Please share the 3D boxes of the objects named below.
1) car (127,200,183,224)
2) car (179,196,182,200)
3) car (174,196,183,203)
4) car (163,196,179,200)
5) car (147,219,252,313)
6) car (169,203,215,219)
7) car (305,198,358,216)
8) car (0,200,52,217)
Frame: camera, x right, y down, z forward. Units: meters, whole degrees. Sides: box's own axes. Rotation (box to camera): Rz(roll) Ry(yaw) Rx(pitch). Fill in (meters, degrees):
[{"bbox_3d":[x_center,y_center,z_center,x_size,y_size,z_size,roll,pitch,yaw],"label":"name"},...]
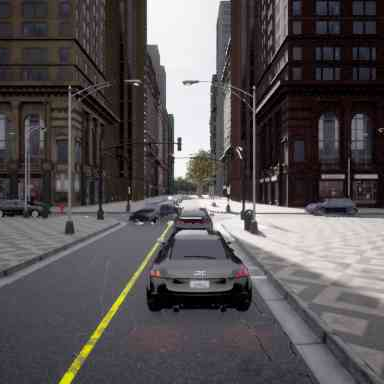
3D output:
[{"bbox_3d":[-2.726,1.547,24.990,2.033,1.411,5.357,0,0,21],"label":"car"},{"bbox_3d":[-3.075,1.494,52.890,2.128,1.511,4.902,0,0,0],"label":"car"},{"bbox_3d":[-2.978,1.550,73.538,1.812,1.442,4.674,0,0,0],"label":"car"},{"bbox_3d":[-3.078,1.547,43.129,2.033,1.411,5.357,0,0,0],"label":"car"},{"bbox_3d":[0.110,1.564,7.764,1.994,1.385,4.181,0,0,-1],"label":"car"},{"bbox_3d":[0.066,1.505,16.672,1.837,1.490,4.892,0,0,0],"label":"car"},{"bbox_3d":[13.374,1.395,32.116,4.553,1.767,2.097,0,0,0],"label":"car"},{"bbox_3d":[-14.739,1.454,28.924,4.892,1.490,1.837,0,0,-1],"label":"car"}]
